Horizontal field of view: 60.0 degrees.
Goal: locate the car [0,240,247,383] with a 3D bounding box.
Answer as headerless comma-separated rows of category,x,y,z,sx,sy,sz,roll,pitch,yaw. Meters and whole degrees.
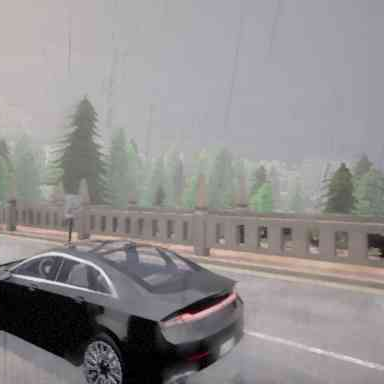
car,-1.577,1.513,5.117,4.902,1.511,2.128,0,0,35
